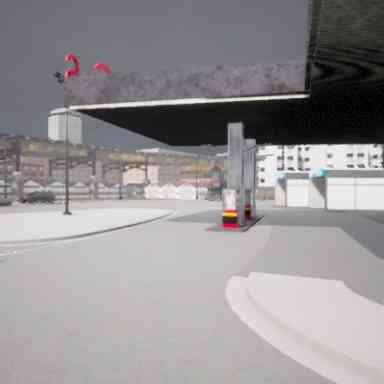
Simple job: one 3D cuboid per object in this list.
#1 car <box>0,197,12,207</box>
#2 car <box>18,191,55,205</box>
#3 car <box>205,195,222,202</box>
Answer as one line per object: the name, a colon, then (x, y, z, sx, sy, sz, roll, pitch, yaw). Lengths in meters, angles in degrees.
car: (-24.906, 1.267, 41.995, 1.994, 1.385, 4.181, 0, 0, 15)
car: (-24.050, 0.889, 51.829, 2.150, 2.045, 5.566, -2, 0, 29)
car: (5.319, 1.309, 67.989, 5.357, 1.411, 2.033, 0, 0, -13)
